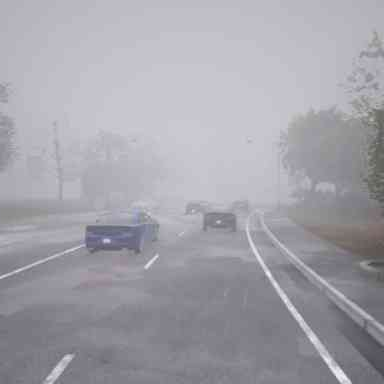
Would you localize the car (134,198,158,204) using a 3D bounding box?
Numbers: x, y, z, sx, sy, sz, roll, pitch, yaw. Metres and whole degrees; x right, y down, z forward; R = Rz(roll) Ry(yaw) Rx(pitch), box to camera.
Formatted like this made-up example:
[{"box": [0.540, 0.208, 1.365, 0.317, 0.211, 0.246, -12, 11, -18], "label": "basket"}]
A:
[{"box": [-5.385, 1.458, 38.221, 1.812, 1.442, 4.674, 0, 0, 15], "label": "car"}]

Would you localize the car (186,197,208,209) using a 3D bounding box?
[{"box": [0.755, 1.473, 46.539, 1.812, 1.442, 4.674, 0, 0, 19], "label": "car"}]

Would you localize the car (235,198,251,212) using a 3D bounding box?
[{"box": [5.694, 1.475, 38.216, 2.128, 1.511, 4.902, 0, 0, 16], "label": "car"}]

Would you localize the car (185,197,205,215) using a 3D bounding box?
[{"box": [0.657, 1.472, 32.783, 1.837, 1.490, 4.892, 0, 0, 13], "label": "car"}]

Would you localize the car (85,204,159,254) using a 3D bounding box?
[{"box": [-2.604, 1.455, 13.466, 1.882, 1.535, 5.008, 0, 0, 5], "label": "car"}]

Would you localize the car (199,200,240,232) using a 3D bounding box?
[{"box": [1.806, 1.464, 20.377, 1.882, 1.535, 5.008, 0, 0, 8], "label": "car"}]
